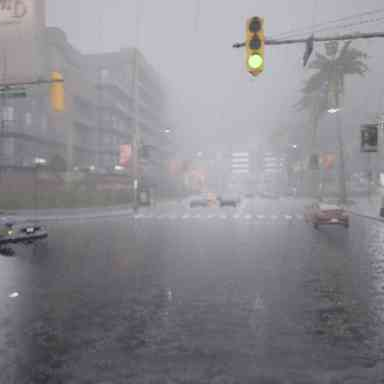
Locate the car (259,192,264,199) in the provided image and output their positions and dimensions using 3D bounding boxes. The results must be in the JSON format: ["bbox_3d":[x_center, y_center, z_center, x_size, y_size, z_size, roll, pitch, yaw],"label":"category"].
[{"bbox_3d":[16.646,0.741,76.066,1.812,1.442,4.674,-1,0,-2],"label":"car"}]

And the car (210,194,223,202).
[{"bbox_3d":[4.471,1.072,60.607,1.895,1.301,4.718,-1,0,10],"label":"car"}]

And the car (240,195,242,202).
[{"bbox_3d":[6.185,1.059,50.421,1.812,1.442,4.674,-1,0,10],"label":"car"}]

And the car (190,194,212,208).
[{"bbox_3d":[1.012,1.186,41.497,1.812,1.442,4.674,-1,0,10],"label":"car"}]

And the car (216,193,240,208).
[{"bbox_3d":[4.546,1.100,41.373,1.882,1.535,5.008,-1,0,10],"label":"car"}]

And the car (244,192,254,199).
[{"bbox_3d":[13.151,0.773,76.945,2.128,1.511,4.902,-1,0,-2],"label":"car"}]

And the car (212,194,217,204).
[{"bbox_3d":[2.636,1.049,50.470,1.882,1.535,5.008,-1,0,10],"label":"car"}]

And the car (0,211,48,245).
[{"bbox_3d":[-8.522,1.529,13.934,5.357,1.411,2.033,0,0,26],"label":"car"}]

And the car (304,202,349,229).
[{"bbox_3d":[7.810,1.285,19.551,1.812,1.442,4.674,-1,0,10],"label":"car"}]

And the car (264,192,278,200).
[{"bbox_3d":[15.986,0.829,65.960,1.812,1.442,4.674,-1,0,6],"label":"car"}]
